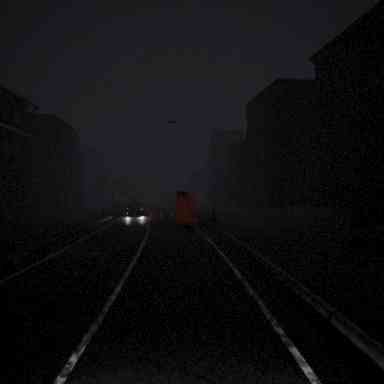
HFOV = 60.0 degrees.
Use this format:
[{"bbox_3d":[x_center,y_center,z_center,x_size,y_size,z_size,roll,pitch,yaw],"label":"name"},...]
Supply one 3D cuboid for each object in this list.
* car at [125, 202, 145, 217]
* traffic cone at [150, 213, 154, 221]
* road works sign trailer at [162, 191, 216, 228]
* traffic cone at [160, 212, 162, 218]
[{"bbox_3d":[-6.633,1.934,39.106,2.097,1.767,4.553,0,-1,-7],"label":"car"},{"bbox_3d":[-3.336,2.198,27.745,0.340,0.580,0.340,-1,-2,-7],"label":"traffic cone"},{"bbox_3d":[-0.138,1.073,22.754,2.880,2.380,3.560,-4,0,-16],"label":"road works sign trailer"},{"bbox_3d":[-3.093,2.373,33.821,0.340,0.580,0.340,0,-2,-7],"label":"traffic cone"}]
